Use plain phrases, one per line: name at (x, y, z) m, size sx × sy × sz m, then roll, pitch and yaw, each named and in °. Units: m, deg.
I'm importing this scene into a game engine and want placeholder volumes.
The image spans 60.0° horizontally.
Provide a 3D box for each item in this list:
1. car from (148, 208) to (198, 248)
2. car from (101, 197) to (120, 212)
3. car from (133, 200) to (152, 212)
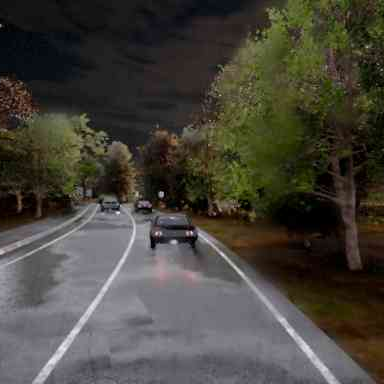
car at (-0.959, 1.635, 15.041) m, size 1.895 × 1.301 × 4.718 m, roll 0°, pitch 0°, yaw -7°
car at (-9.533, 1.344, 38.923) m, size 2.097 × 1.767 × 4.553 m, roll 1°, pitch 0°, yaw -14°
car at (-5.832, 1.604, 39.317) m, size 2.033 × 1.411 × 5.357 m, roll 1°, pitch 0°, yaw -14°
